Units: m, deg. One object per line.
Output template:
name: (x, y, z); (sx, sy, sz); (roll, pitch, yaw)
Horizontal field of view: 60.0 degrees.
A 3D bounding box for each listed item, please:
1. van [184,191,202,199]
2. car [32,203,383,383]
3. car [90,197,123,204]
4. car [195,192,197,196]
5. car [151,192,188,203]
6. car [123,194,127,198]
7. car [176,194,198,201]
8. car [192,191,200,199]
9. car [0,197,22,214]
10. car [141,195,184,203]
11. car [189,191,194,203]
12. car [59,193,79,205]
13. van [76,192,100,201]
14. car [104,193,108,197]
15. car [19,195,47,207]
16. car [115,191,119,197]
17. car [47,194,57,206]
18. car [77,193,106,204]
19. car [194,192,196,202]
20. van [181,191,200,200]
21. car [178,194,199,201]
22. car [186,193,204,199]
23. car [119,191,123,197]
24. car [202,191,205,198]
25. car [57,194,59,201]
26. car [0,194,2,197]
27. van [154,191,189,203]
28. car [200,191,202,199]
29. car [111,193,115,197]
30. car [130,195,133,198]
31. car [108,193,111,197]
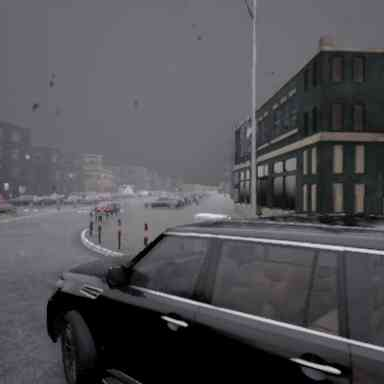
van: (0.160, 0.857, 84.693); (4.442, 1.987, 1.878); (0, 0, 5)
car: (0.633, 1.243, 3.359); (5.566, 2.045, 2.150); (0, -1, 42)
car: (-8.844, 1.539, 35.069); (1.994, 1.385, 4.181); (0, 0, 1)
car: (-2.007, 1.290, 62.570); (4.892, 1.521, 2.231); (0, 1, 5)
car: (-3.266, 1.290, 48.723); (4.553, 1.767, 2.185); (0, 0, 5)
car: (-20.153, 1.000, 85.441); (4.892, 1.521, 2.231); (0, 0, 5)
car: (-0.983, 1.217, 73.703); (4.674, 1.452, 2.002); (0, 1, 5)
car: (-1.726, 1.009, 65.331); (5.566, 2.045, 2.435); (0, 1, 5)
car: (-18.612, 1.511, 31.327); (1.994, 1.385, 4.181); (0, 0, 15)
car: (-3.830, 1.470, 43.318); (4.792, 1.488, 2.163); (0, 0, 5)
car: (-2.495, 1.221, 57.032); (4.553, 1.767, 2.185); (0, 1, 5)
car: (-18.601, 1.333, 52.605); (1.837, 1.490, 4.892); (0, 0, 6)
van: (-21.559, 0.915, 68.955); (4.442, 1.987, 1.878); (0, 1, 5)
car: (-21.429, 1.115, 71.714); (5.008, 1.535, 2.097); (0, 1, 5)
car: (-23.667, 1.200, 46.991); (4.553, 1.767, 2.185); (0, 0, 5)
car: (-20.633, 0.916, 79.947); (4.553, 1.767, 2.185); (0, 1, 5)
car: (-23.451, 1.310, 49.746); (5.008, 1.535, 2.097); (0, 0, 5)
car: (-15.657, 1.333, 51.881); (1.837, 1.490, 4.892); (0, -1, 6)
car: (-2.264, 1.316, 59.928); (5.008, 1.535, 2.097); (0, 1, 5)
van: (-0.330, 0.877, 81.949); (4.442, 1.987, 1.878); (0, 0, 5)
car: (-0.731, 1.192, 76.406); (4.674, 1.452, 2.002); (0, 1, 5)
car: (0.807, 1.023, 93.008); (4.892, 1.521, 2.231); (0, 0, 5)
car: (-20.406, 1.021, 82.695); (4.892, 1.521, 2.231); (0, 0, 5)
car: (-0.442, 0.877, 79.167); (5.566, 2.045, 2.435); (0, 1, 5)
car: (-23.191, 1.330, 52.490); (4.674, 1.452, 2.002); (0, 0, 5)
car: (-21.223, 1.153, 32.913); (2.150, 2.045, 5.566); (0, 0, 14)
van: (-3.145, 1.171, 51.632); (4.442, 1.987, 1.878); (0, 1, 5)
car: (-1.258, 0.952, 70.996); (5.566, 2.045, 2.435); (0, 1, 5)
car: (-20.948, 0.939, 77.206); (4.553, 1.767, 2.185); (0, 1, 5)
car: (-19.648, 0.961, 90.930); (4.892, 1.521, 2.231); (0, 0, 5)
car: (-21.201, 0.963, 74.461); (4.553, 1.767, 2.185); (0, 1, 5)
